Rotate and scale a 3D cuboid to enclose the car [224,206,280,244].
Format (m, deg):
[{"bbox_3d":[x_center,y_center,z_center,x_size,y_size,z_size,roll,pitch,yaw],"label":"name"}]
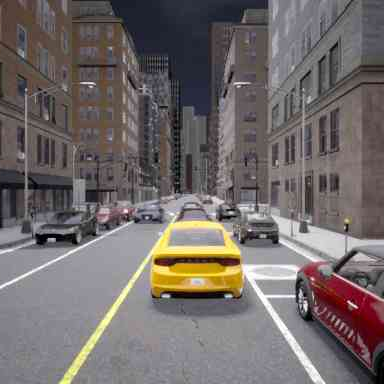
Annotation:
[{"bbox_3d":[2.864,1.552,15.585,2.008,1.369,4.403,0,0,0],"label":"car"}]

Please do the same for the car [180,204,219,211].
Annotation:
[{"bbox_3d":[0.116,1.565,17.506,1.994,1.385,4.181,0,0,0],"label":"car"}]

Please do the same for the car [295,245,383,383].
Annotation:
[{"bbox_3d":[2.858,1.440,4.582,1.967,1.590,4.097,0,0,0],"label":"car"}]

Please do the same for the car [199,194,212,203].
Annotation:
[{"bbox_3d":[2.923,1.483,63.678,1.967,1.590,4.097,0,0,0],"label":"car"}]

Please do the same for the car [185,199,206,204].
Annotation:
[{"bbox_3d":[0.016,1.529,26.535,1.812,1.442,4.674,0,0,1],"label":"car"}]

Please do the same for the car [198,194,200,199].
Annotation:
[{"bbox_3d":[2.949,1.615,74.496,2.008,1.369,4.403,0,0,0],"label":"car"}]

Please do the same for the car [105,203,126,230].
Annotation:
[{"bbox_3d":[-5.658,1.584,21.091,1.802,1.307,4.206,0,0,0],"label":"car"}]

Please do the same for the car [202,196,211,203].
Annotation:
[{"bbox_3d":[2.936,1.579,69.257,1.752,1.417,4.829,0,0,0],"label":"car"}]

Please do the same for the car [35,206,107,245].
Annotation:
[{"bbox_3d":[-5.661,1.567,15.590,1.947,1.339,4.313,0,0,0],"label":"car"}]

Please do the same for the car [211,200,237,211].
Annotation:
[{"bbox_3d":[2.870,1.569,26.588,1.947,1.339,4.313,0,0,0],"label":"car"}]

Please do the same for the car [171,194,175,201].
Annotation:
[{"bbox_3d":[-5.576,1.615,74.512,2.008,1.369,4.403,0,0,0],"label":"car"}]

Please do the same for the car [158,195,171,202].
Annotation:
[{"bbox_3d":[-5.601,1.625,63.695,1.802,1.307,4.206,0,0,0],"label":"car"}]

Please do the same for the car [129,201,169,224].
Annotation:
[{"bbox_3d":[-3.018,1.567,24.415,1.994,1.385,4.181,0,0,0],"label":"car"}]

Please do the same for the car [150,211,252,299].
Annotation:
[{"bbox_3d":[0.099,1.478,8.512,1.882,1.535,5.008,0,0,0],"label":"car"}]

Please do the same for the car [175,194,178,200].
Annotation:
[{"bbox_3d":[-5.539,1.636,90.568,1.752,1.417,4.829,0,0,0],"label":"car"}]

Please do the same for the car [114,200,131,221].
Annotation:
[{"bbox_3d":[-5.656,1.443,26.593,1.967,1.590,4.097,0,0,0],"label":"car"}]
